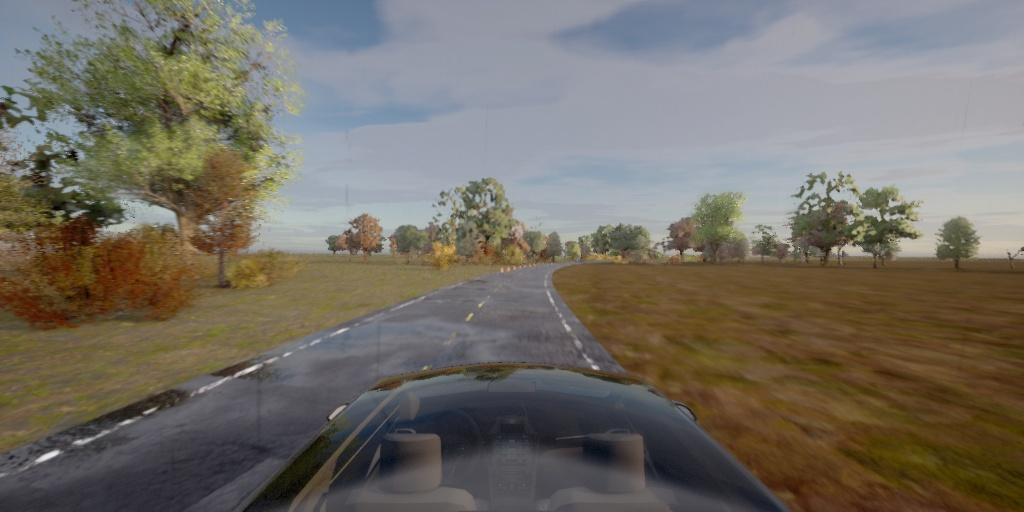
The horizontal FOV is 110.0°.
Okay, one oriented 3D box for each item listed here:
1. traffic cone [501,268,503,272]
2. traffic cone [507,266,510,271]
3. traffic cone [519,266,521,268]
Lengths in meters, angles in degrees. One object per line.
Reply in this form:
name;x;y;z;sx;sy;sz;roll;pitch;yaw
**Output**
traffic cone;-1.257;1.701;44.274;0.340;0.580;0.340;0;0;8
traffic cone;-0.492;1.708;49.263;0.340;0.580;0.340;0;0;9
traffic cone;1.296;1.725;59.197;0.340;0.580;0.340;0;0;11
